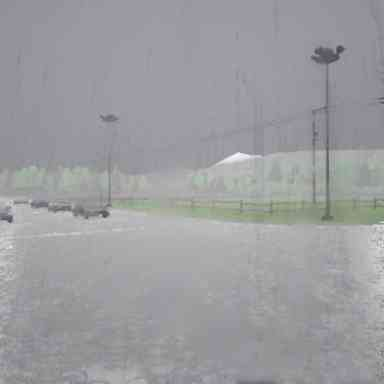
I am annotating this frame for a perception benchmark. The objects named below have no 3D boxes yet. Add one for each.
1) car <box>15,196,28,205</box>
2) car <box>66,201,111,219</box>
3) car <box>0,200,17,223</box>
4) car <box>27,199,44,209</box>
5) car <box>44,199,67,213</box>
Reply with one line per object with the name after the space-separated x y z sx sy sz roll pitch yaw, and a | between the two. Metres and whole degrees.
-29.270 1.469 57.069 1.812 1.442 4.674 0 0 -36 | car
-8.826 1.484 28.652 2.033 1.411 5.357 0 0 -36 | car
-14.533 1.510 24.595 1.812 1.442 4.674 0 0 -36 | car
-20.077 1.538 44.223 1.895 1.301 4.718 0 0 -36 | car
-14.244 1.501 36.136 1.994 1.385 4.181 0 0 -37 | car
